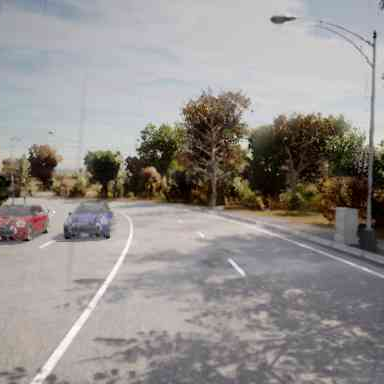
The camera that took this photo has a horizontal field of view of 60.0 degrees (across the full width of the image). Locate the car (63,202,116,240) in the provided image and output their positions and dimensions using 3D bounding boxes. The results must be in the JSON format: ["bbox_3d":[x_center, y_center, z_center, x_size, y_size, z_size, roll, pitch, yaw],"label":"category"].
[{"bbox_3d":[-5.109,1.333,17.041,2.097,1.767,4.553,-1,0,-9],"label":"car"}]

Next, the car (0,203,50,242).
[{"bbox_3d":[-8.509,1.379,16.190,2.097,1.767,4.553,-1,0,-9],"label":"car"}]
